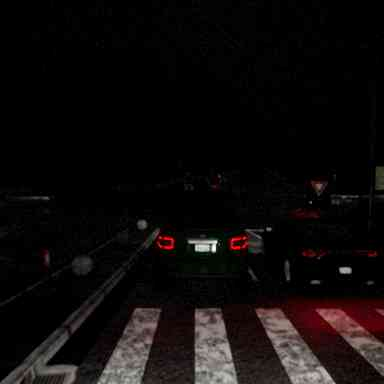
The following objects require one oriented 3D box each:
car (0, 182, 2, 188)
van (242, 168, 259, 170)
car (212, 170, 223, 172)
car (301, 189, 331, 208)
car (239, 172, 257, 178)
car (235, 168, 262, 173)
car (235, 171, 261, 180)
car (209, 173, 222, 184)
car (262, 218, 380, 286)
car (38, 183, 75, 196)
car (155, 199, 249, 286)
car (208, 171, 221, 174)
[{"bbox_3d":[-34.383,-1.396,56.908,5.008,1.535,1.882,2,4,41],"label":"car"},{"bbox_3d":[14.491,-4.451,86.236,4.442,1.987,1.878,1,5,10],"label":"van"},{"bbox_3d":[6.694,-4.204,86.289,1.882,1.535,5.008,1,5,10],"label":"car"},{"bbox_3d":[10.764,0.465,28.773,2.128,1.511,4.902,3,5,30],"label":"car"},{"bbox_3d":[15.541,-4.699,91.608,4.792,1.488,2.163,1,6,11],"label":"car"},{"bbox_3d":[15.109,-4.725,88.900,5.566,2.045,2.435,1,5,10],"label":"car"},{"bbox_3d":[13.638,-3.723,80.834,4.892,1.521,2.231,1,5,10],"label":"car"},{"bbox_3d":[4.482,-2.350,66.220,1.837,1.490,4.892,0,5,2],"label":"car"},{"bbox_3d":[3.274,1.471,9.458,1.882,1.535,5.008,0,1,1],"label":"car"},{"bbox_3d":[-16.748,-0.373,41.167,1.837,1.490,4.892,0,4,24],"label":"car"},{"bbox_3d":[0.273,1.211,9.595,2.150,2.045,5.566,0,1,1],"label":"car"},{"bbox_3d":[5.064,-3.293,76.400,1.882,1.535,5.008,1,5,9],"label":"car"}]
